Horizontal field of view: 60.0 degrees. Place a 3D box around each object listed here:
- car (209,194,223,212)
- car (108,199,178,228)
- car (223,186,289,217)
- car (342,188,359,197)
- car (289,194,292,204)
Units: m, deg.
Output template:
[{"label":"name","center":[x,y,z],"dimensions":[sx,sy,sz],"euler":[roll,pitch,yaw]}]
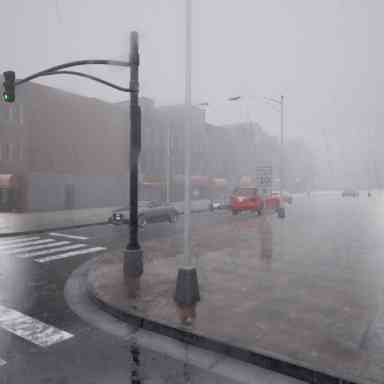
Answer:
[{"label":"car","center":[3.193,0.794,26.934],"dimensions":[2.128,1.511,4.902],"euler":[0,2,35]},{"label":"car","center":[-2.640,1.127,18.754],"dimensions":[1.994,1.385,4.181],"euler":[0,2,36]},{"label":"car","center":[4.789,0.579,24.094],"dimensions":[2.150,2.045,5.566],"euler":[0,2,36]},{"label":"car","center":[25.047,0.088,52.483],"dimensions":[2.033,1.411,5.357],"euler":[0,2,35]},{"label":"car","center":[9.160,0.572,35.293],"dimensions":[1.812,1.442,4.674],"euler":[0,2,36]}]
